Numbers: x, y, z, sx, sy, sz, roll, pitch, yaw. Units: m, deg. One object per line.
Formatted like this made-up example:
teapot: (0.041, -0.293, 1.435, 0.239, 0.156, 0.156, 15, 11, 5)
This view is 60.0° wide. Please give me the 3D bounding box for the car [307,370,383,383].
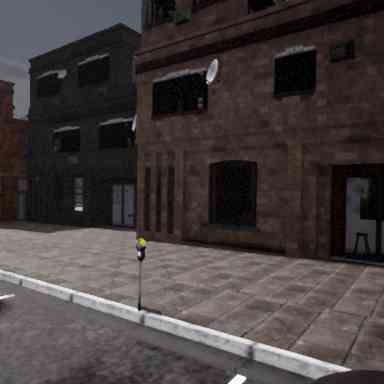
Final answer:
car: (2.409, 1.550, 1.139, 4.403, 1.369, 2.008, 0, 1, 36)
